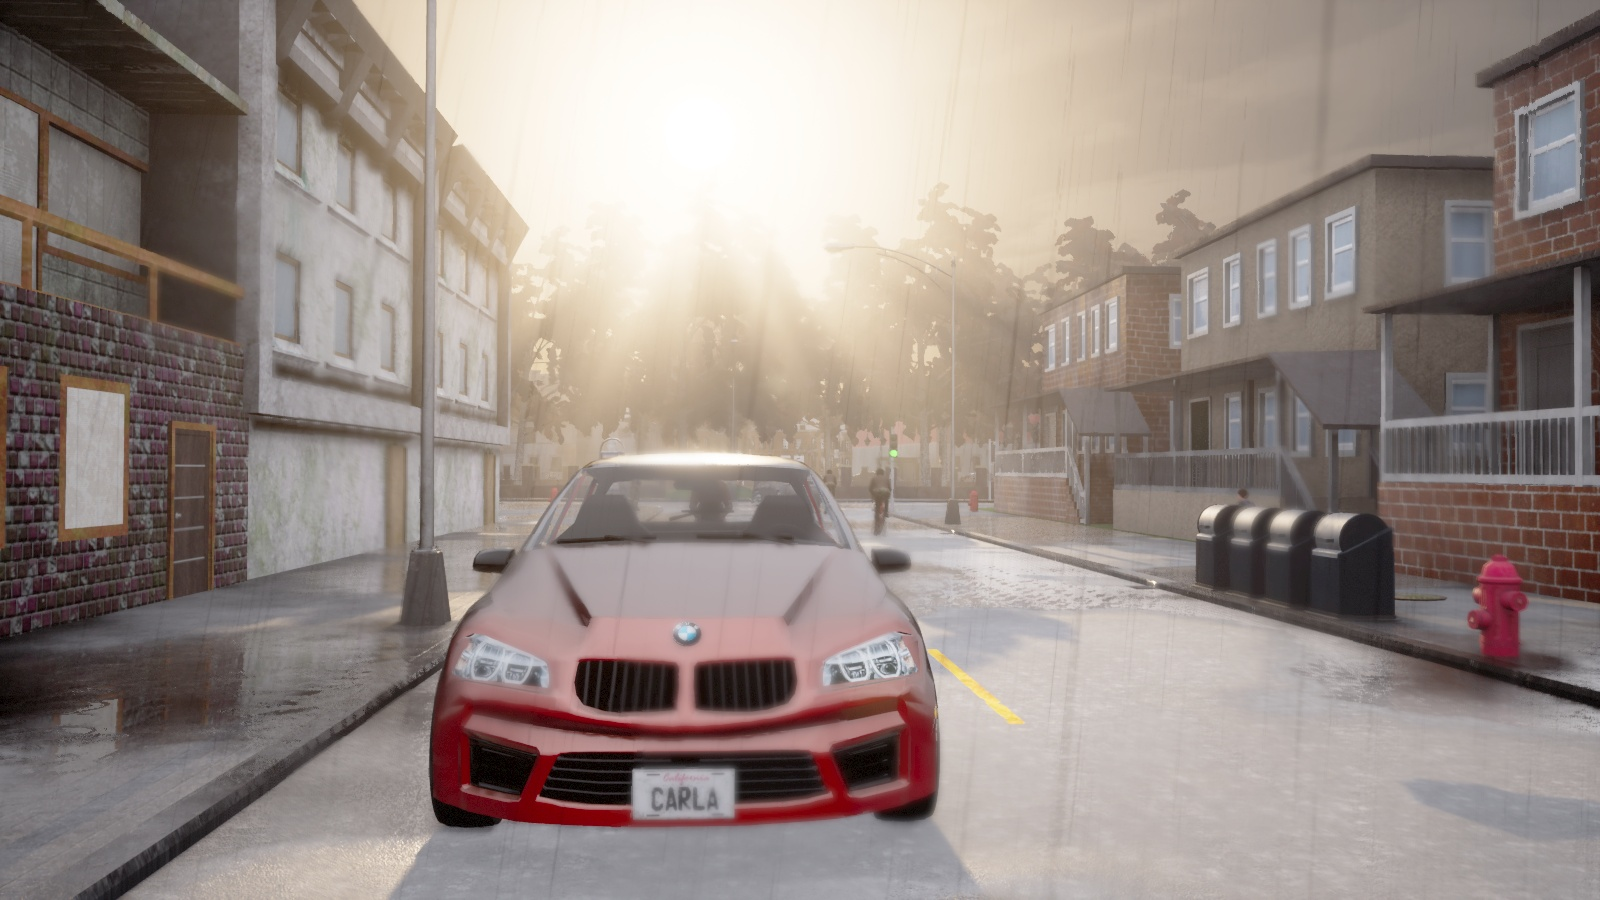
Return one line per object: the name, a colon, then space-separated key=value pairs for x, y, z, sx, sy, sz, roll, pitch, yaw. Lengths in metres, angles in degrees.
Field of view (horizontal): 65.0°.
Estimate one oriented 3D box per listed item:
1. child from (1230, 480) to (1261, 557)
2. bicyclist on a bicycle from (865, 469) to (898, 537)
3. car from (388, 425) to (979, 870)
child: x=7.401 y=1.124 z=20.862 sx=0.270 sy=1.263 sz=0.437 roll=0 pitch=-1 yaw=-14
bicyclist on a bicycle: x=1.966 y=1.270 z=30.498 sx=0.582 sy=1.620 sz=1.656 roll=0 pitch=-1 yaw=-4
car: x=-0.578 y=0.780 z=7.099 sx=2.242 sy=1.667 sz=4.611 roll=0 pitch=-1 yaw=-4
